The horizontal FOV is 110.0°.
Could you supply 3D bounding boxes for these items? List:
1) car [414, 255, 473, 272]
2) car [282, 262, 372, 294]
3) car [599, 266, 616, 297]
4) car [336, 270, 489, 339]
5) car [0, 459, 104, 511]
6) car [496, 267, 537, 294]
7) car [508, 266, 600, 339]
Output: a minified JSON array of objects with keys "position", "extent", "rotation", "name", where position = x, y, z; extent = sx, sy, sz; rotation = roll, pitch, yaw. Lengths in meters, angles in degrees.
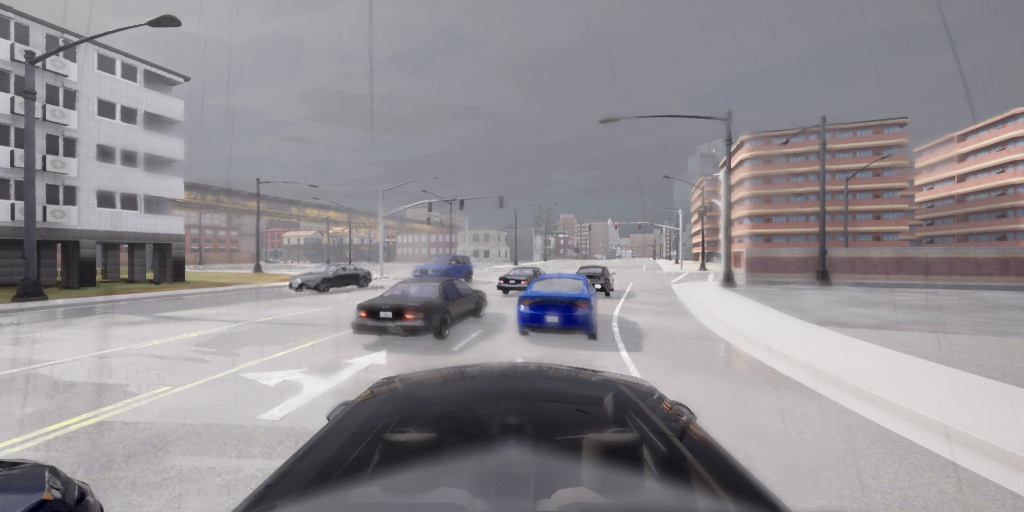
[{"position":[-4.673,0.973,25.323],"extent":[2.150,2.045,5.566],"rotation":[0,0,21],"name":"car"},{"position":[-10.198,1.243,20.516],"extent":[2.128,1.511,4.902],"rotation":[0,0,20],"name":"car"},{"position":[4.392,1.255,19.157],"extent":[1.837,1.490,4.892],"rotation":[0,0,19],"name":"car"},{"position":[-2.188,1.297,10.115],"extent":[2.033,1.411,5.357],"rotation":[0,0,12],"name":"car"},{"position":[-3.229,1.314,0.207],"extent":[1.994,1.385,4.181],"rotation":[0,0,-1],"name":"car"},{"position":[0.875,1.297,19.709],"extent":[2.033,1.411,5.357],"rotation":[0,0,20],"name":"car"},{"position":[1.473,1.228,10.232],"extent":[1.882,1.535,5.008],"rotation":[0,0,14],"name":"car"}]
